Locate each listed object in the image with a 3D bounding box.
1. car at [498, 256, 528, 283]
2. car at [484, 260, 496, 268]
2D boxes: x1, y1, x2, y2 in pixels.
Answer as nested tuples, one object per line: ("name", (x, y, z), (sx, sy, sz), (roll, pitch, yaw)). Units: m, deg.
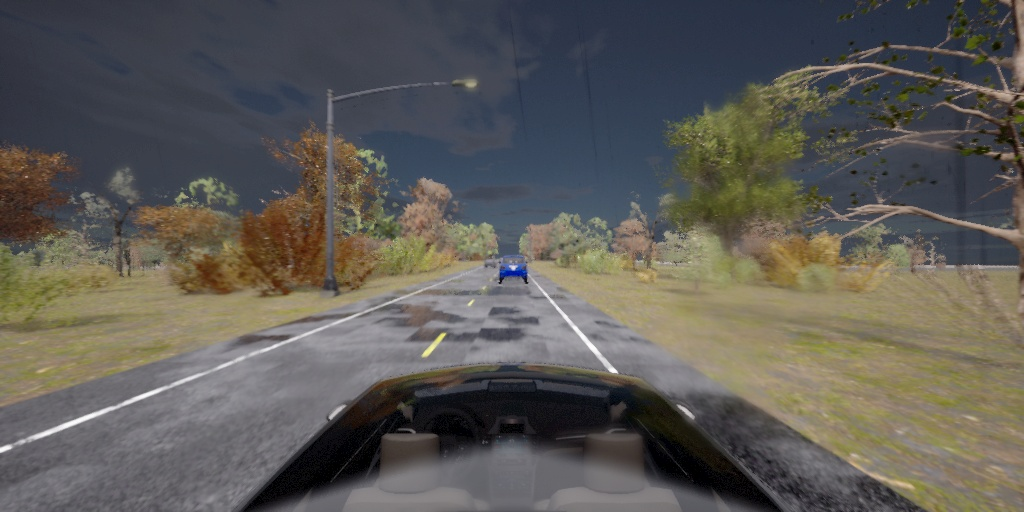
("car", (0.104, 0.978, 28.099), (2.150, 2.045, 5.566), (0, 0, 0))
("car", (-3.625, 1.310, 59.542), (2.033, 1.411, 5.357), (0, 0, 0))
